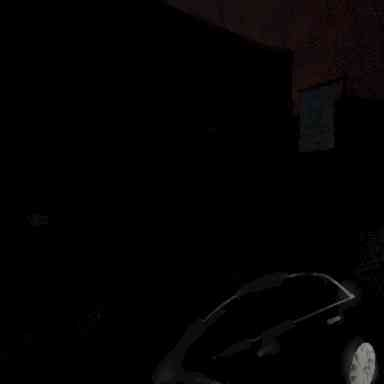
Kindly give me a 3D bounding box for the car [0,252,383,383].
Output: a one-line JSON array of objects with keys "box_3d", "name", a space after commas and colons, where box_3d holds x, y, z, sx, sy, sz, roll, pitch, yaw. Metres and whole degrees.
[{"box_3d": [0.163, 1.510, 3.466, 4.892, 1.490, 1.837, -1, 1, -35], "name": "car"}]
